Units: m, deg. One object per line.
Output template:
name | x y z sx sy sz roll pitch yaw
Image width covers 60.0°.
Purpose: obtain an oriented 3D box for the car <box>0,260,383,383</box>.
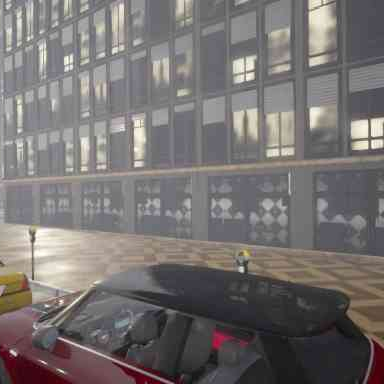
car | -0.369 1.441 3.157 4.097 1.590 1.967 0 -1 36
